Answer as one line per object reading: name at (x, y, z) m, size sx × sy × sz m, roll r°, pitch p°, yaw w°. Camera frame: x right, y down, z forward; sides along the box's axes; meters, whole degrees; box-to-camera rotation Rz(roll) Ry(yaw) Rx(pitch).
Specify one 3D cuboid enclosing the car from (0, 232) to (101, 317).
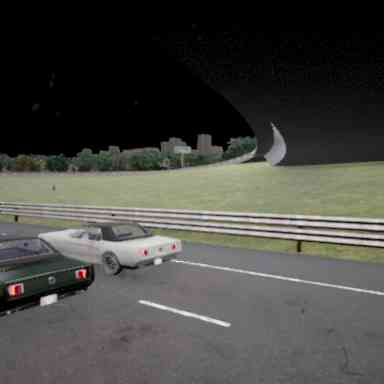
car at (-4.277, 1.565, 7.035) m, size 4.718 × 1.301 × 1.895 m, roll 0°, pitch 0°, yaw 35°

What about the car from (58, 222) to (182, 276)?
car at (-2.709, 1.562, 10.214) m, size 4.718 × 1.301 × 1.895 m, roll 0°, pitch 0°, yaw 35°
